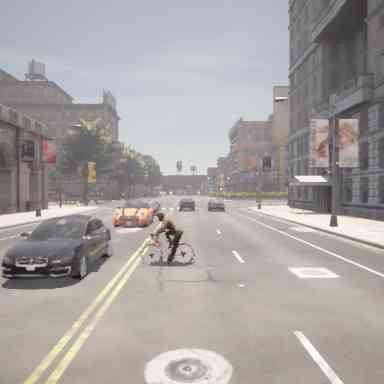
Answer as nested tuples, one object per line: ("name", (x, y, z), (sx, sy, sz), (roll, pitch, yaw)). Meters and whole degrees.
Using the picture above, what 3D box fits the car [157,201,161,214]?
("car", (-4.072, 1.547, 33.076), (2.033, 1.411, 5.357), (0, 0, -1))

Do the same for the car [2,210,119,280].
("car", (-3.726, 1.506, 10.032), (1.837, 1.490, 4.892), (0, 0, -1))

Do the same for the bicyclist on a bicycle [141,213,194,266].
("bicyclist on a bicycle", (-0.772, 1.455, 10.208), (1.656, 1.620, 0.582), (-2, 0, -1))

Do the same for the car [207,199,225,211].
("car", (2.891, 1.547, 40.706), (2.033, 1.411, 5.357), (0, 0, -1))

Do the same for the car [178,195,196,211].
("car", (-0.607, 1.504, 40.938), (1.837, 1.490, 4.892), (0, 0, -1))

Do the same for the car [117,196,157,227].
("car", (-3.848, 1.353, 22.429), (2.097, 1.767, 4.553), (0, 0, 0))
